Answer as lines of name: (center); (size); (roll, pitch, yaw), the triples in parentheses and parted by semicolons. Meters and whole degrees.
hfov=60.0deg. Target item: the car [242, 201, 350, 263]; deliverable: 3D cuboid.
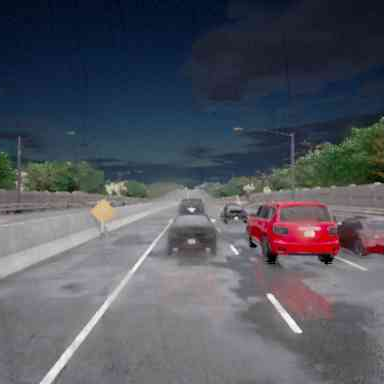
car: (3.499, 1.350, 12.561); (2.150, 2.045, 5.566); (0, 0, 0)

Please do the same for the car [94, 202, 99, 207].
car: (-17.555, 2.614, 64.707); (1.895, 1.301, 4.718); (0, -1, 0)

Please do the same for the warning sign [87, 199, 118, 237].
warning sign: (-4.546, 1.288, 16.963); (1.300, 1.860, 1.060); (1, 0, 0)

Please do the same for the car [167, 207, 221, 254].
car: (0.014, 1.620, 14.221); (1.882, 1.535, 5.008); (0, 0, 0)

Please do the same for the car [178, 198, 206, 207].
car: (-0.013, 1.543, 27.572); (2.150, 2.045, 5.566); (0, -1, 0)

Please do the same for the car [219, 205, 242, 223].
car: (3.496, 1.841, 28.530); (1.837, 1.490, 4.892); (0, 0, 0)

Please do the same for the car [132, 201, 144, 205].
car: (-10.570, 2.519, 64.944); (2.128, 1.511, 4.902); (0, -1, 0)

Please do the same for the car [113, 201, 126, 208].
car: (-14.063, 2.519, 64.816); (1.837, 1.490, 4.892); (0, -1, 0)

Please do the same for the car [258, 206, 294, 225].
car: (6.993, 1.931, 28.247); (1.895, 1.301, 4.718); (0, -1, 0)

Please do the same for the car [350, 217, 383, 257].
car: (7.011, 1.700, 13.519); (1.994, 1.385, 4.181); (0, -1, 0)
